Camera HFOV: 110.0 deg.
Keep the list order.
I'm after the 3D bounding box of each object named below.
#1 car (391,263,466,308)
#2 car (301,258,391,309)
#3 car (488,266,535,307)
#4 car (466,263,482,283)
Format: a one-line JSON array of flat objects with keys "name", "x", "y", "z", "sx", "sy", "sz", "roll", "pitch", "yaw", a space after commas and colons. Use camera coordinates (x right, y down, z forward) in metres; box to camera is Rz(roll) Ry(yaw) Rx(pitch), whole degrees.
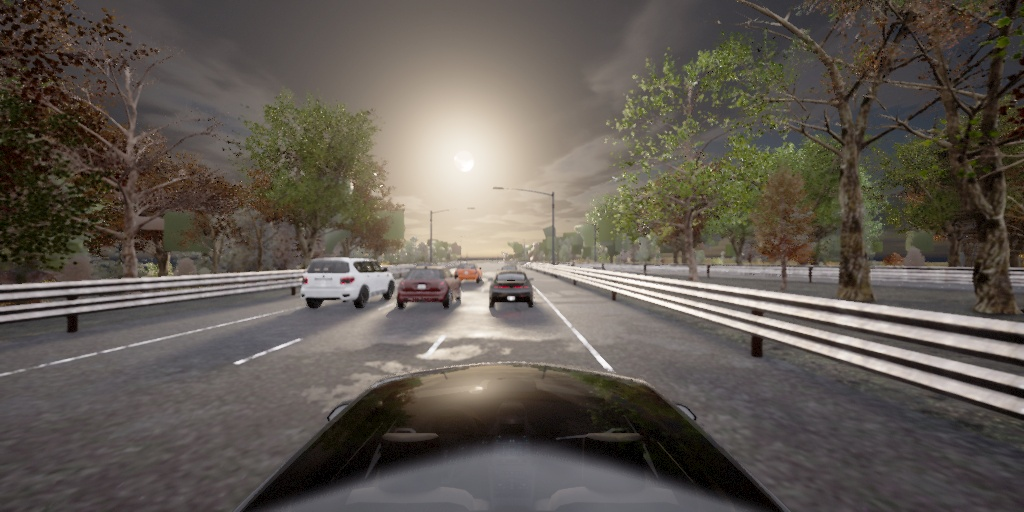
[{"name": "car", "x": -3.539, "y": 1.240, "z": 16.089, "sx": 2.097, "sy": 1.767, "sz": 4.553, "roll": 0, "pitch": -1, "yaw": 0}, {"name": "car", "x": -7.041, "y": 1.106, "z": 16.024, "sx": 2.150, "sy": 2.045, "sz": 5.566, "roll": 0, "pitch": 0, "yaw": 0}, {"name": "car", "x": -0.040, "y": 1.400, "z": 16.338, "sx": 1.837, "sy": 1.490, "sz": 4.892, "roll": 0, "pitch": 0, "yaw": 0}, {"name": "car", "x": -3.731, "y": 1.393, "z": 31.142, "sx": 2.097, "sy": 1.767, "sz": 4.553, "roll": 0, "pitch": -1, "yaw": -1}]
